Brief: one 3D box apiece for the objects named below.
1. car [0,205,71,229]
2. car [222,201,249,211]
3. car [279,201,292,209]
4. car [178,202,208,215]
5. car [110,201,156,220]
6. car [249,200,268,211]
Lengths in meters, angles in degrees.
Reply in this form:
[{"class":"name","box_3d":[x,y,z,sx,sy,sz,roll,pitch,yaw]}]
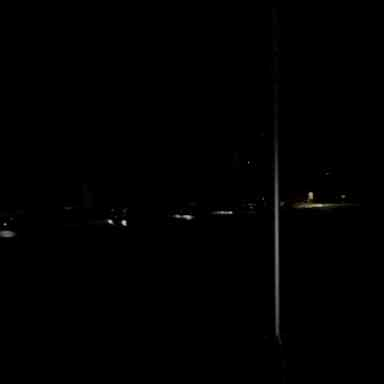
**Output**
[{"class":"car","box_3d":[-10.990,1.679,23.348,1.882,1.535,5.008,-1,-1,35]},{"class":"car","box_3d":[5.962,2.041,47.688,1.994,1.385,4.181,-1,-1,35]},{"class":"car","box_3d":[15.362,2.153,56.298,1.895,1.301,4.718,-1,-1,35]},{"class":"car","box_3d":[0.199,1.911,39.453,1.812,1.442,4.674,-1,-1,35]},{"class":"car","box_3d":[-5.479,1.645,31.287,2.097,1.767,4.553,-1,-1,35]},{"class":"car","box_3d":[9.676,1.955,48.027,2.128,1.511,4.902,-1,-1,35]}]
